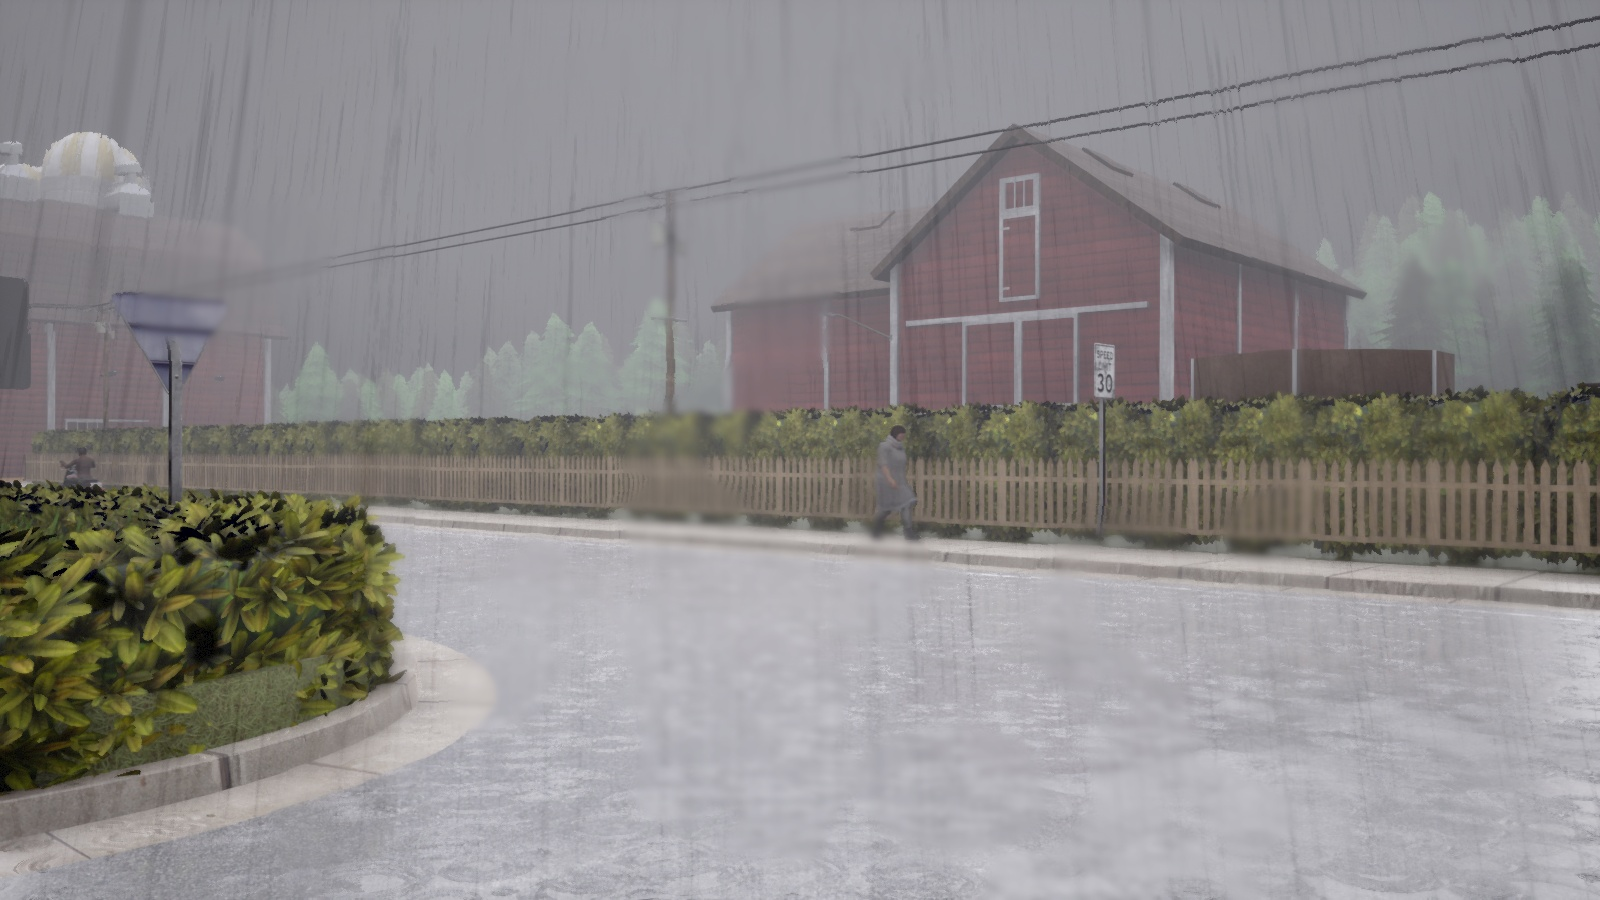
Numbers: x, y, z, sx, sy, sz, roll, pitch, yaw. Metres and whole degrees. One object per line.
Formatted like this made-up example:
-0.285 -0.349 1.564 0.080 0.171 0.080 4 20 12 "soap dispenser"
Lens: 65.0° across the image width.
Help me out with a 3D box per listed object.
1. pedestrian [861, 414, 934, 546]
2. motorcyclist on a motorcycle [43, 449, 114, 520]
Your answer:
1.471 0.444 19.021 0.873 1.952 0.659 0 0 43 "pedestrian"
-17.438 0.806 30.325 2.350 1.649 0.766 0 0 41 "motorcyclist on a motorcycle"
